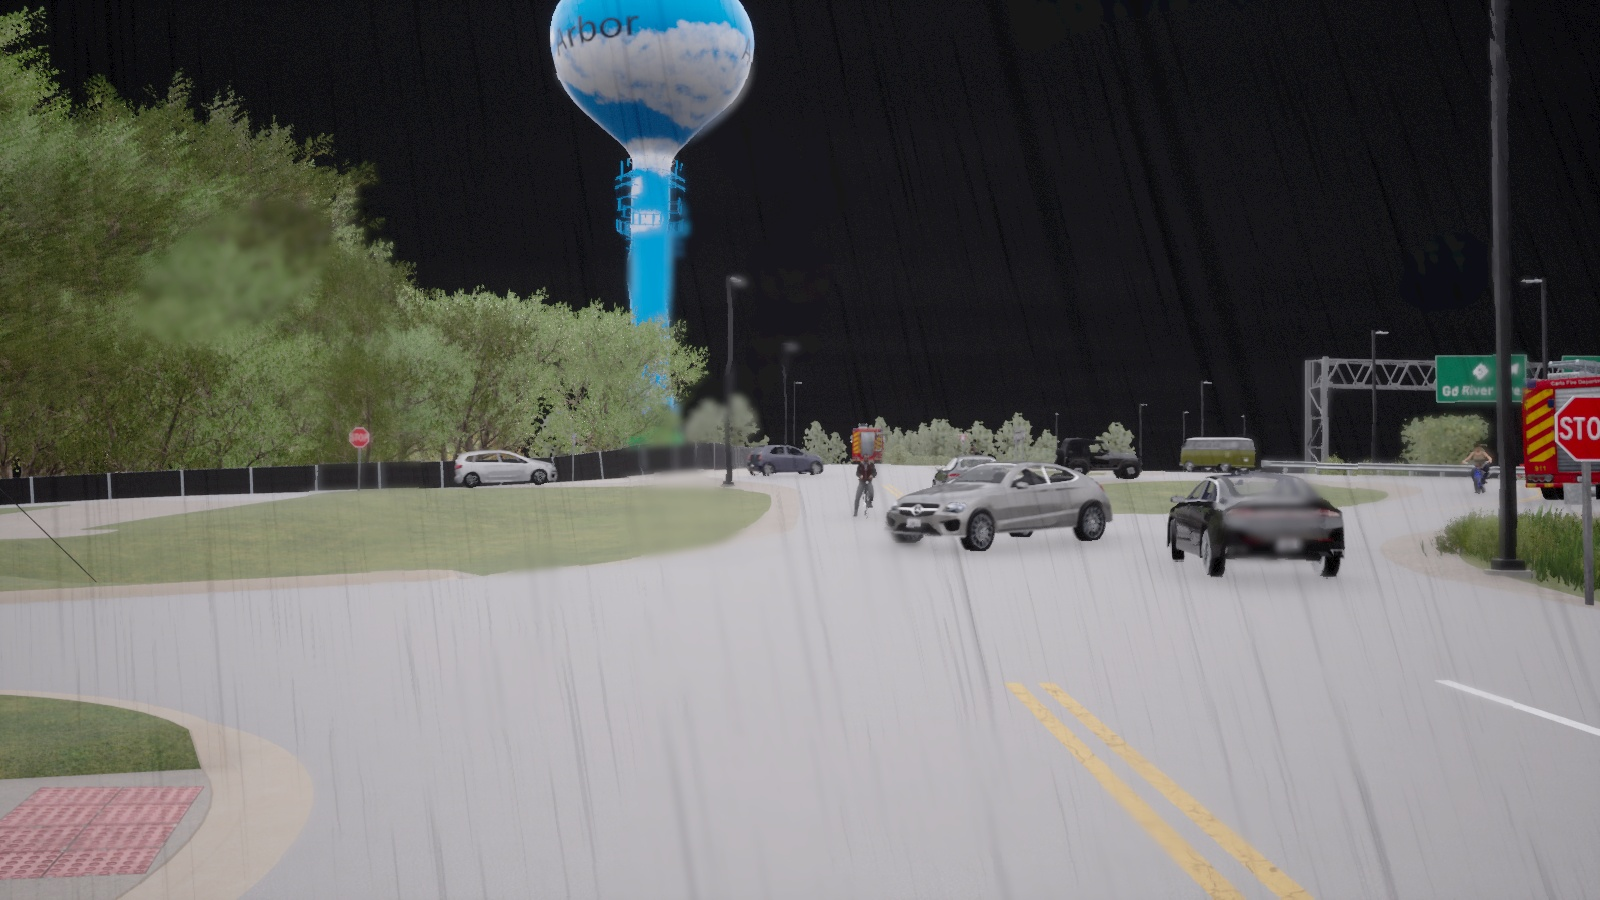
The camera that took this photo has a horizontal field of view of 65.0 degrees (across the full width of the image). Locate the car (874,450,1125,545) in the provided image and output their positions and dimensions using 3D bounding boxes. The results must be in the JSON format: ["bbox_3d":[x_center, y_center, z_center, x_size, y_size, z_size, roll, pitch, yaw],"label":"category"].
[{"bbox_3d":[4.090,0.876,25.268,5.027,1.651,2.152,-1,0,-39],"label":"car"}]

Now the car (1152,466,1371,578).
[{"bbox_3d":[7.025,1.024,19.723,2.128,1.511,4.902,-1,0,7],"label":"car"}]

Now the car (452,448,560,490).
[{"bbox_3d":[-13.302,0.852,56.985,4.611,1.667,2.242,-3,0,-13],"label":"car"}]

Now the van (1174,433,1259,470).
[{"bbox_3d":[23.412,0.111,70.697,1.775,1.987,4.442,1,-1,-30],"label":"van"}]

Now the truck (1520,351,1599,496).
[{"bbox_3d":[23.952,-0.760,36.492,8.468,3.827,2.891,-1,-1,-44],"label":"truck"}]

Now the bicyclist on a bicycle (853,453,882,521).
[{"bbox_3d":[1.817,0.965,33.816,0.659,1.776,1.843,0,0,-1],"label":"bicyclist on a bicycle"}]

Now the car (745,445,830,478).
[{"bbox_3d":[-0.603,0.530,60.497,3.633,1.501,1.845,-1,1,-26],"label":"car"}]

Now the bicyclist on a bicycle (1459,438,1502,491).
[{"bbox_3d":[21.515,0.448,39.690,0.866,1.612,1.509,-4,-1,38],"label":"bicyclist on a bicycle"}]

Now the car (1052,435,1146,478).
[{"bbox_3d":[13.647,0.282,57.460,3.866,1.878,1.905,-1,1,2],"label":"car"}]

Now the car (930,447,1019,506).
[{"bbox_3d":[5.383,0.778,39.299,2.152,1.651,5.027,0,1,1],"label":"car"}]
